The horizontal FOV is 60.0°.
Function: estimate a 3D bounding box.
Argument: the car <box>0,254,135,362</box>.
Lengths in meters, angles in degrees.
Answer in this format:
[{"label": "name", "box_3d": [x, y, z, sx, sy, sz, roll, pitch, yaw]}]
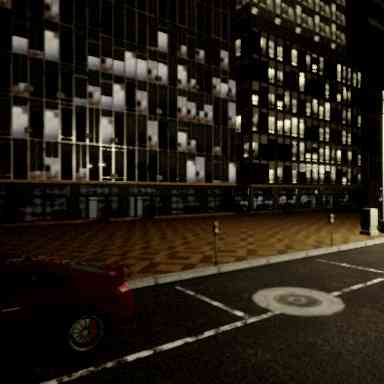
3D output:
[{"label": "car", "box_3d": [-2.850, 1.582, 4.527, 4.206, 1.307, 1.802, 0, 0, -35]}]
